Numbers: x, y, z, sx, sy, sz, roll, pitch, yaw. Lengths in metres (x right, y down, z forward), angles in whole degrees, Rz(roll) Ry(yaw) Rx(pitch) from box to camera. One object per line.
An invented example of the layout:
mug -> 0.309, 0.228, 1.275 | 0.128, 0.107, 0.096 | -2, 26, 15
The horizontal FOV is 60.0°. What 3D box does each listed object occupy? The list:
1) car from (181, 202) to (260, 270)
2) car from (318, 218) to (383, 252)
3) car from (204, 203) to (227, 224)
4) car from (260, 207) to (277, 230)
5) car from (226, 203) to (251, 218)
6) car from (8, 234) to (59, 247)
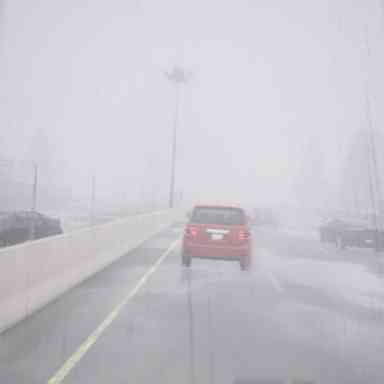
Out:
car -> 0.906, 1.401, 12.106 | 2.150, 2.045, 5.566 | 3, -1, 4
car -> 8.297, 2.138, 17.726 | 1.882, 1.535, 5.008 | 3, -1, 4
car -> 2.184, 1.933, 31.157 | 1.882, 1.535, 5.008 | 3, -1, 3
car -> 5.426, 1.943, 26.600 | 2.097, 1.767, 4.553 | 3, -1, 4
car -> 5.722, 2.260, 41.505 | 2.128, 1.511, 4.902 | 3, 0, -2
car -> -6.367, 1.307, 11.442 | 2.033, 1.411, 5.357 | 3, -1, 4
